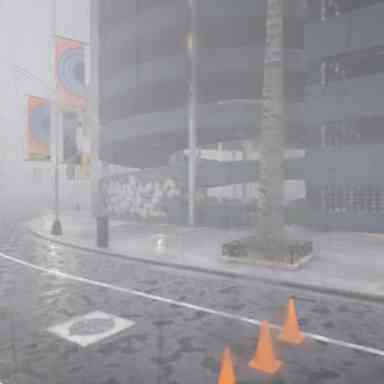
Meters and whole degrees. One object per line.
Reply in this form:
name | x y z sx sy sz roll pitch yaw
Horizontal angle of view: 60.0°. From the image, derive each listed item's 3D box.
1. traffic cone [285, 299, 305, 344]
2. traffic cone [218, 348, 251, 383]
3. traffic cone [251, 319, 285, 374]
traffic cone | 1.532 1.958 5.150 0.340 0.580 0.340 0 0 36
traffic cone | 0.369 1.957 3.522 0.340 0.580 0.340 0 0 36
traffic cone | 0.951 1.957 4.336 0.340 0.580 0.340 0 0 36
